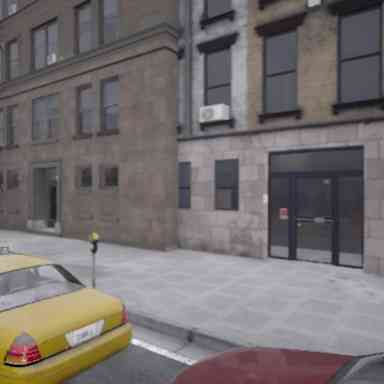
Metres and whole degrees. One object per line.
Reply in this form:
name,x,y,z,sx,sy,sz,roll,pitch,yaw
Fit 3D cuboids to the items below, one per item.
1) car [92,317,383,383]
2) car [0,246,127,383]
car,1.608,1.572,1.674,4.206,1.307,1.802,0,0,35
car,-3.046,1.489,4.944,4.829,1.417,1.752,0,0,35
